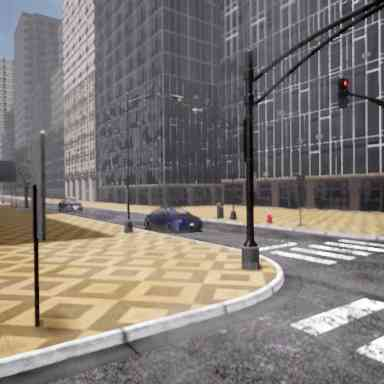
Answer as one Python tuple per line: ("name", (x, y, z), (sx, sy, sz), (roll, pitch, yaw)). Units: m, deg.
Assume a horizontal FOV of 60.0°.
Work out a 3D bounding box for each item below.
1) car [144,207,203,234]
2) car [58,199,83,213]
("car", (-1.161, 1.594, 19.724), (1.994, 1.385, 4.181), (-1, 0, -35))
("car", (-13.834, 1.548, 37.672), (2.128, 1.511, 4.902), (-1, 0, -35))
